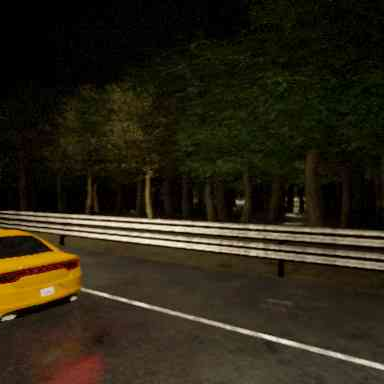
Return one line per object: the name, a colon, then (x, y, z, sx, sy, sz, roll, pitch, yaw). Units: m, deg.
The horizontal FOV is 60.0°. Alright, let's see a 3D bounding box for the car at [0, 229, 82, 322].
car: (-4.446, 1.540, 7.046, 5.008, 1.535, 1.882, -1, 0, 36)
